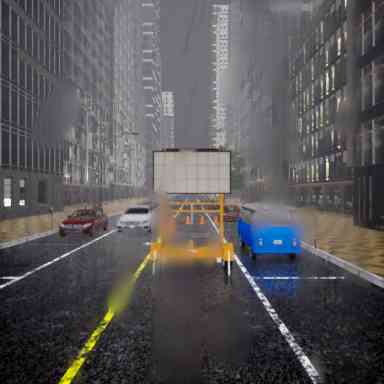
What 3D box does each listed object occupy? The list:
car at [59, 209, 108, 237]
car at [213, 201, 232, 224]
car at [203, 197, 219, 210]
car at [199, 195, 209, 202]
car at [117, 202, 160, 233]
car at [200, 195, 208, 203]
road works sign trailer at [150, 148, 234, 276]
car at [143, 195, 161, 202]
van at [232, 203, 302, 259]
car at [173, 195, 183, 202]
[{"bbox_3d":[-5.694,1.578,17.975,1.802,1.307,4.206,0,0,0],"label":"car"},{"bbox_3d":[2.686,1.577,23.666,1.802,1.307,4.206,0,0,0],"label":"car"},{"bbox_3d":[2.683,1.573,40.744,1.802,1.307,4.206,0,0,0],"label":"car"},{"bbox_3d":[2.678,1.387,74.898,1.967,1.590,4.097,0,0,0],"label":"car"},{"bbox_3d":[-3.103,1.522,19.557,1.812,1.442,4.674,0,0,0],"label":"car"},{"bbox_3d":[2.682,1.534,52.129,2.008,1.369,4.403,0,0,0],"label":"car"},{"bbox_3d":[-0.002,0.462,10.300,2.380,3.560,2.880,0,0,0],"label":"road works sign trailer"},{"bbox_3d":[-5.698,1.539,46.438,2.008,1.369,4.403,0,0,0],"label":"car"},{"bbox_3d":[2.688,1.339,12.282,1.690,1.788,3.998,0,0,0],"label":"van"},{"bbox_3d":[-3.013,1.429,72.302,1.882,1.535,5.008,0,0,0],"label":"car"}]
